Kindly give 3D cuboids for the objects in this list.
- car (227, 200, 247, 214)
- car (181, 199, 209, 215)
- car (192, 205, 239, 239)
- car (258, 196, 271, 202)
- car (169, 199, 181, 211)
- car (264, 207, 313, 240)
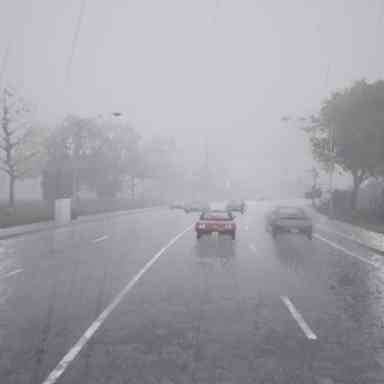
[{"bbox_3d":[4.711,1.543,35.126,2.033,1.411,5.357,0,0,14],"label":"car"},{"bbox_3d":[0.609,1.544,33.716,1.994,1.385,4.181,0,0,14],"label":"car"},{"bbox_3d":[1.331,1.595,17.335,1.895,1.301,4.718,0,0,7],"label":"car"},{"bbox_3d":[15.772,1.510,72.407,1.895,1.301,4.718,0,0,28],"label":"car"},{"bbox_3d":[-1.143,1.512,40.952,2.033,1.411,5.357,0,0,16],"label":"car"},{"bbox_3d":[4.856,1.499,17.097,2.128,1.511,4.902,0,0,7],"label":"car"}]
